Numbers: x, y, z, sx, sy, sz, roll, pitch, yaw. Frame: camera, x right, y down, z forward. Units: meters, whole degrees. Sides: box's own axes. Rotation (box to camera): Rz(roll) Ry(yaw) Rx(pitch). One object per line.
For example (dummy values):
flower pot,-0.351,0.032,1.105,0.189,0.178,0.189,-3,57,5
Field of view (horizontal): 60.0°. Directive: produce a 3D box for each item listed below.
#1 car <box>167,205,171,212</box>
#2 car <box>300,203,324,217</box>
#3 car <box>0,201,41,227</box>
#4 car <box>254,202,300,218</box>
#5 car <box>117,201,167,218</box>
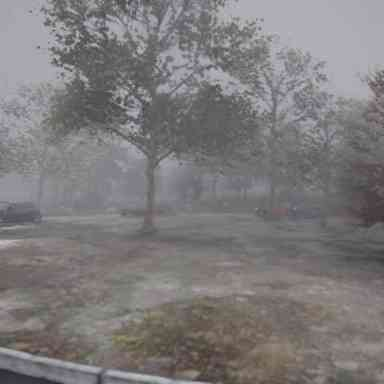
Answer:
car,-4.944,1.843,38.465,5.008,1.535,1.882,0,-1,-20
car,12.596,2.044,37.718,4.892,1.490,1.837,1,0,29
car,-13.649,1.545,24.796,2.097,1.767,4.553,0,-1,24
car,9.003,1.817,35.910,4.553,1.767,2.097,1,-1,19
car,-5.384,1.939,34.699,4.718,1.301,1.895,0,0,-26
